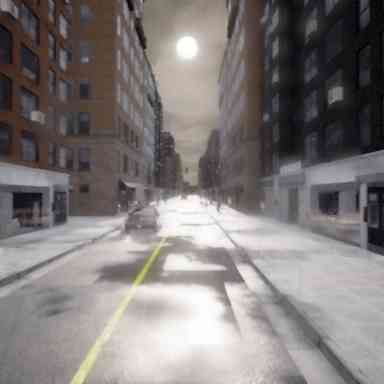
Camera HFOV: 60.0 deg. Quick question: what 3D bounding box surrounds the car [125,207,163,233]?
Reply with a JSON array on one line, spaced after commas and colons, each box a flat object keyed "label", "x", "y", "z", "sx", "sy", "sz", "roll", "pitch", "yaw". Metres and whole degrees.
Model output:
[{"label": "car", "x": -2.848, "y": 1.639, "z": 20.424, "sx": 1.812, "sy": 1.442, "sz": 4.674, "roll": 0, "pitch": 0, "yaw": 0}]
